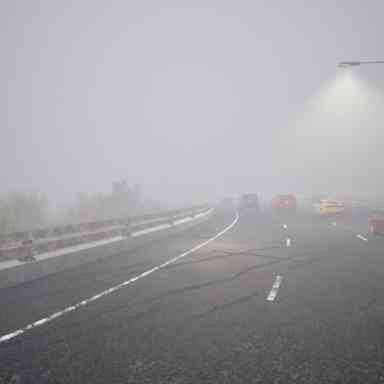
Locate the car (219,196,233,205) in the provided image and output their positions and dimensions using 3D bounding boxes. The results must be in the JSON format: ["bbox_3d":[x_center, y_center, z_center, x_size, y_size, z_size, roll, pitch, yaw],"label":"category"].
[{"bbox_3d":[6.049,1.504,59.485,2.128,1.511,4.902,0,0,-7],"label":"car"}]

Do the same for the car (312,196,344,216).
[{"bbox_3d":[13.134,1.487,32.211,1.882,1.535,5.008,0,0,7],"label":"car"}]

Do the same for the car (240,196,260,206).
[{"bbox_3d":[9.861,1.504,56.944,2.128,1.511,4.902,0,0,-5],"label":"car"}]

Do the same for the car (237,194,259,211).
[{"bbox_3d":[6.819,1.226,40.437,2.150,2.045,5.566,0,-1,3],"label":"car"}]

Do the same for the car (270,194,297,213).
[{"bbox_3d":[10.132,1.232,37.058,2.150,2.045,5.566,0,0,5],"label":"car"}]

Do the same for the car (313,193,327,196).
[{"bbox_3d":[22.443,1.238,57.939,2.150,2.045,5.566,0,0,33],"label":"car"}]

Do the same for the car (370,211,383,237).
[{"bbox_3d":[9.740,1.483,15.394,1.882,1.535,5.008,0,0,15],"label":"car"}]
